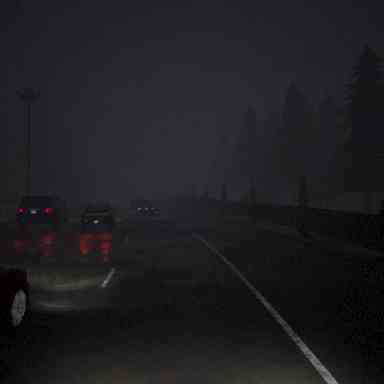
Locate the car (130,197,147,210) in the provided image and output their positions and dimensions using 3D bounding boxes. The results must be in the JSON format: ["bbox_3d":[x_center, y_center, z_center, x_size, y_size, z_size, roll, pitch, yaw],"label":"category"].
[{"bbox_3d":[-7.173,1.478,44.281,1.882,1.535,5.008,0,0,-12],"label":"car"}]

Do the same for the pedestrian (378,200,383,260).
[{"bbox_3d":[5.899,1.141,10.136,0.375,1.860,0.375,0,0,-6],"label":"pedestrian"}]

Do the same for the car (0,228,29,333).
[{"bbox_3d":[-3.661,1.478,3.735,1.882,1.535,5.008,0,0,-2],"label":"car"}]

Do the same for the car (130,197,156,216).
[{"bbox_3d":[-4.638,1.548,32.483,2.033,1.411,5.357,0,0,-12],"label":"car"}]

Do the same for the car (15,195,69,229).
[{"bbox_3d":[-9.514,1.222,21.537,2.150,2.045,5.566,0,0,-11],"label":"car"}]

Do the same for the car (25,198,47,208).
[{"bbox_3d":[-22.568,1.564,48.350,1.994,1.385,4.181,0,0,-12],"label":"car"}]

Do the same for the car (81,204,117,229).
[{"bbox_3d":[-5.924,1.491,21.307,2.128,1.511,4.902,0,0,-11],"label":"car"}]
